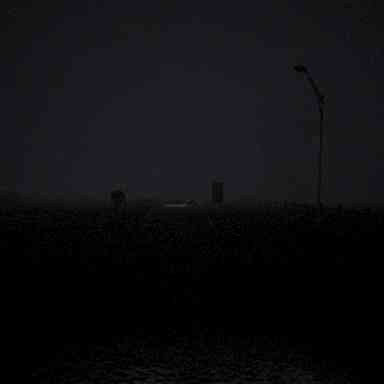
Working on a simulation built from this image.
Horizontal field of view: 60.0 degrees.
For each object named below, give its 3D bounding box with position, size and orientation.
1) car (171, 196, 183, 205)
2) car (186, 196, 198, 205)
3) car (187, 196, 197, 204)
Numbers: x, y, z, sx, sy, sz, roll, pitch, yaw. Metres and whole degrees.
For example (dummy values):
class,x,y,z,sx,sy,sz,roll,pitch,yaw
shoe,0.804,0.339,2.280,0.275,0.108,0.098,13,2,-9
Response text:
class,x,y,z,sx,sy,sz,roll,pitch,yaw
car,-2.727,1.501,61.334,1.882,1.535,5.008,0,0,0
car,0.023,1.546,57.159,1.812,1.442,4.674,0,0,0
car,0.027,1.531,67.165,1.837,1.490,4.892,0,0,0
